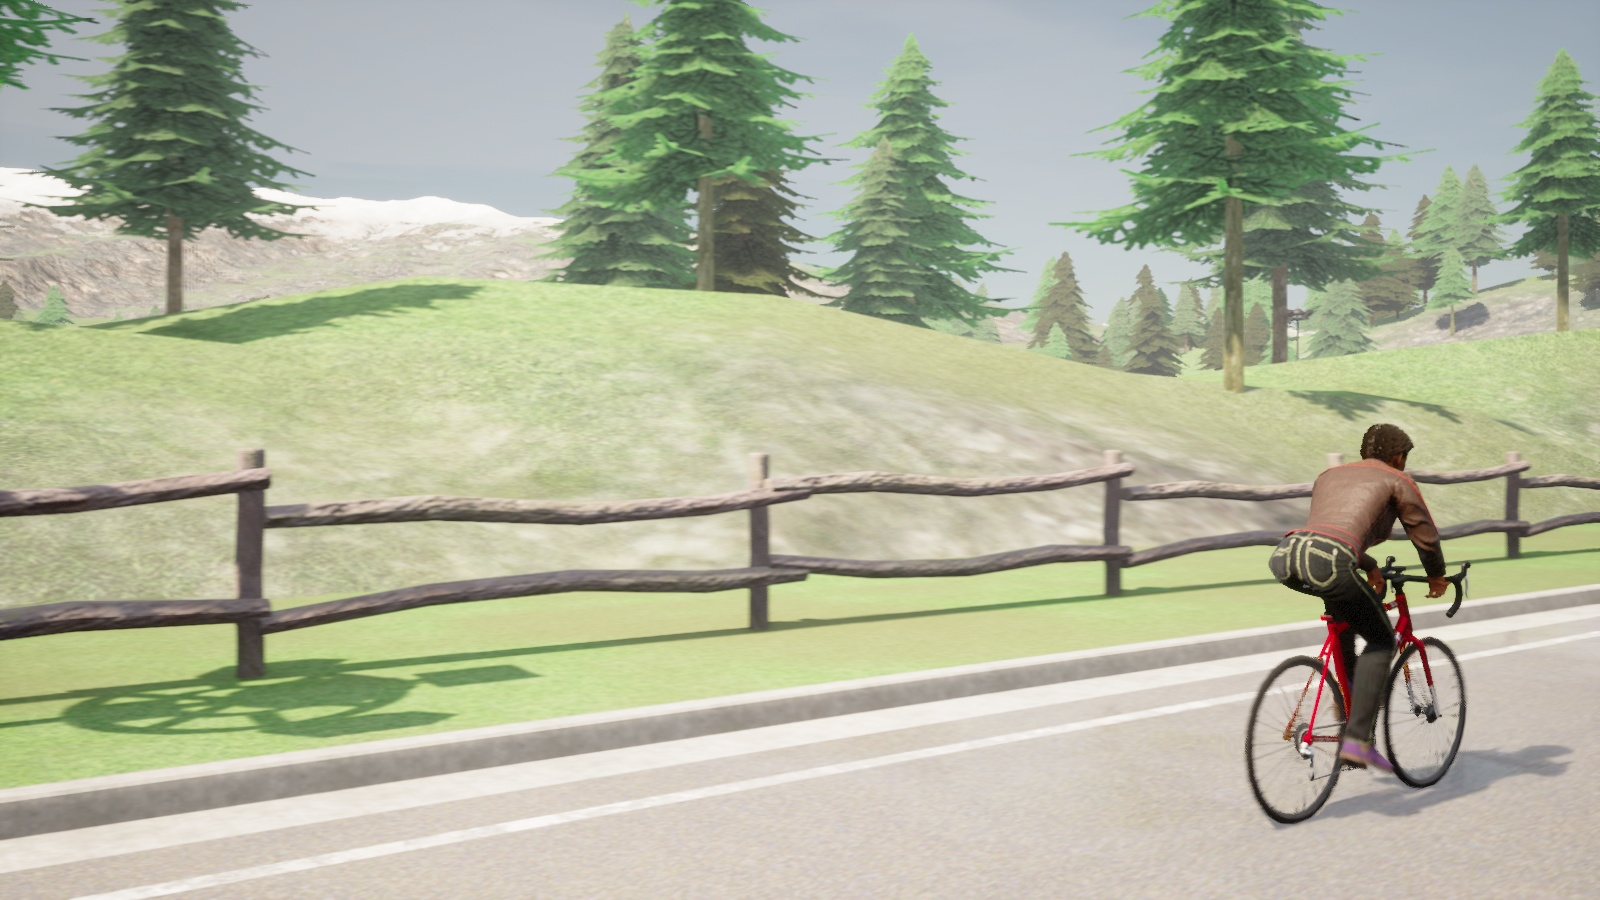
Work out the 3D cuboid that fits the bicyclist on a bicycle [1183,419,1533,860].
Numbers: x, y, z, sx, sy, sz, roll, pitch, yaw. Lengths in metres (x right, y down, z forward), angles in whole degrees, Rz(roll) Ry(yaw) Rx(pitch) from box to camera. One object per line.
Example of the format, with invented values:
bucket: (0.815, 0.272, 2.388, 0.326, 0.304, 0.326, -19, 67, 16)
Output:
bicyclist on a bicycle: (2.400, 0.700, 5.329, 1.656, 1.620, 0.582, 0, 0, -35)
